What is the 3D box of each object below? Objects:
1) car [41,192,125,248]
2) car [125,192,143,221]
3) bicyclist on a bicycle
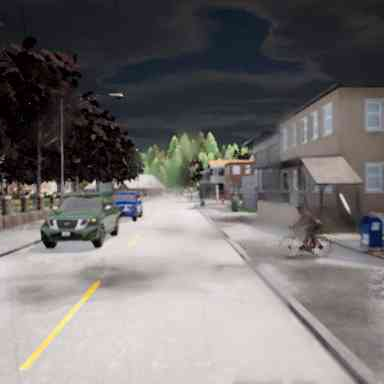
[{"bbox_3d":[-4.641,1.141,14.732,2.150,2.045,5.566,0,0,-2],"label":"car"},{"bbox_3d":[-5.055,1.059,25.455,2.150,2.045,5.566,0,0,-2],"label":"car"},{"bbox_3d":[3.490,1.238,10.240,1.656,1.620,0.582,0,0,-2],"label":"bicyclist on a bicycle"}]
